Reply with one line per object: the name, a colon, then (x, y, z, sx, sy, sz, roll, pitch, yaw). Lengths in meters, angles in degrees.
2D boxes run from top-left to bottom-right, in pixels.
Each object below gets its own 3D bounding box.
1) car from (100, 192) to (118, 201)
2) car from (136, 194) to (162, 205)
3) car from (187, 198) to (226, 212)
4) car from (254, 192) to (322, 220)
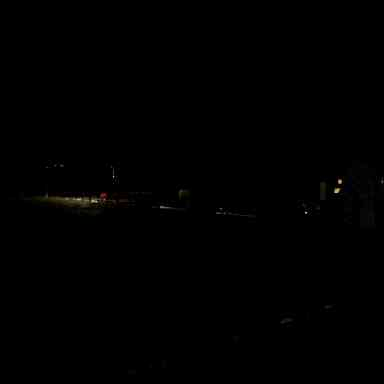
car: (-15.939, 0.738, 63.675, 2.097, 1.767, 4.553, 1, 0, -34)
car: (-5.858, 1.076, 44.912, 2.128, 1.511, 4.902, 1, 0, -36)
car: (1.588, 1.320, 34.704, 1.895, 1.301, 4.718, 1, 0, -36)
car: (7.497, 1.044, 26.627, 2.150, 2.045, 5.566, 1, 0, -36)
